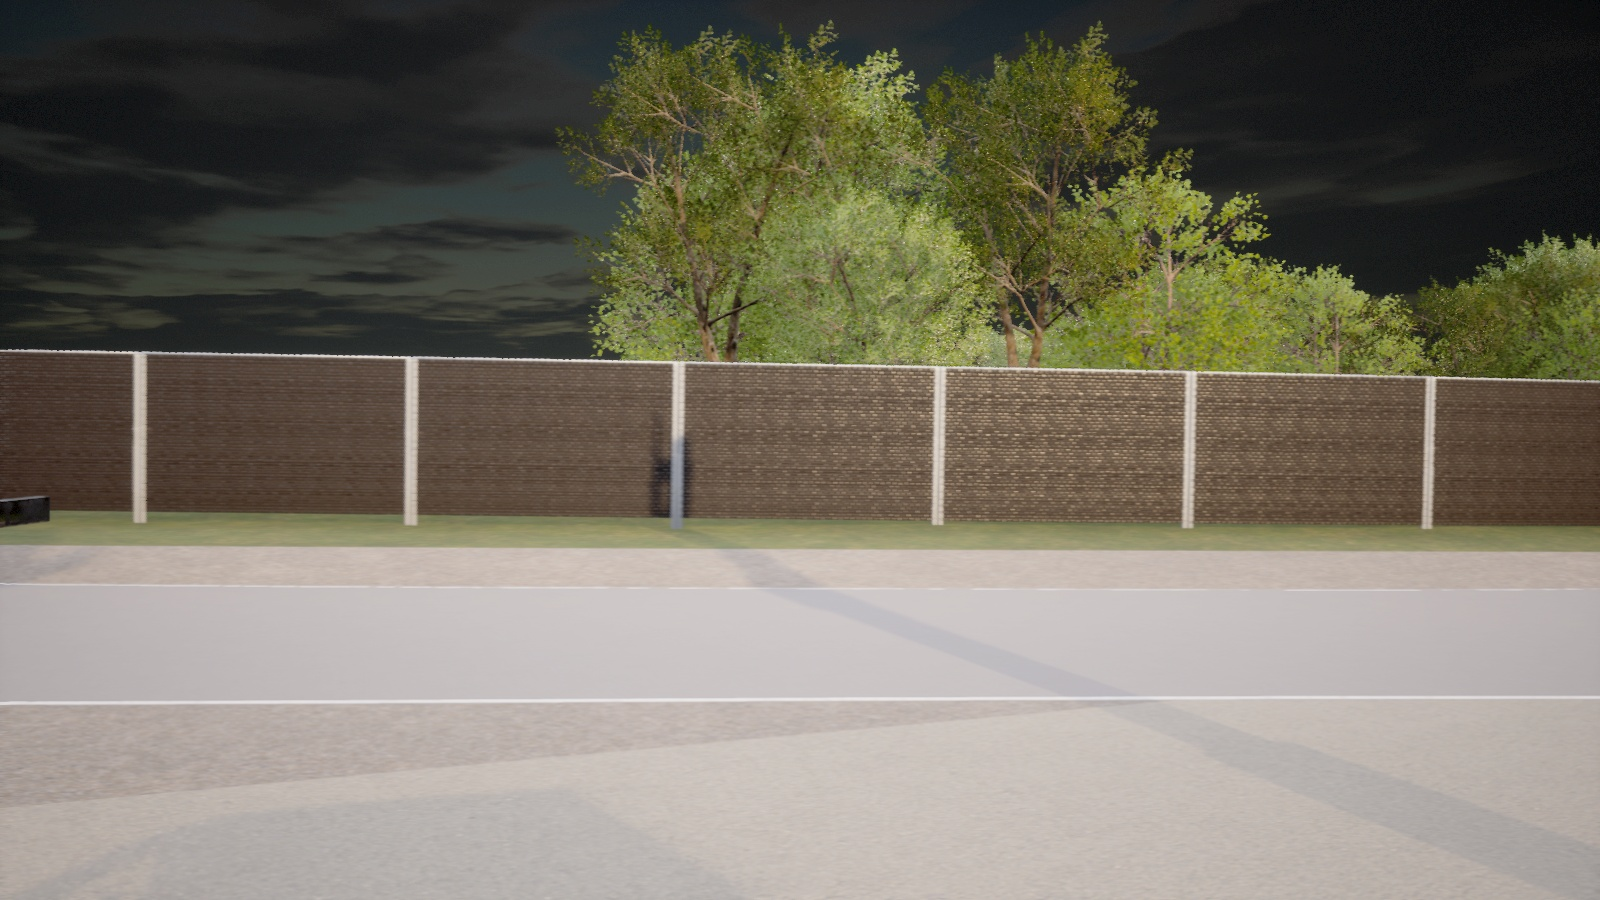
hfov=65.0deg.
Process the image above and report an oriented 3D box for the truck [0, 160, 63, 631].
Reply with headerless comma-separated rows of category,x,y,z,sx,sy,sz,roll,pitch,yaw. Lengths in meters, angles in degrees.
truck,-9.850,-0.376,8.529,7.936,3.462,2.891,0,1,0
